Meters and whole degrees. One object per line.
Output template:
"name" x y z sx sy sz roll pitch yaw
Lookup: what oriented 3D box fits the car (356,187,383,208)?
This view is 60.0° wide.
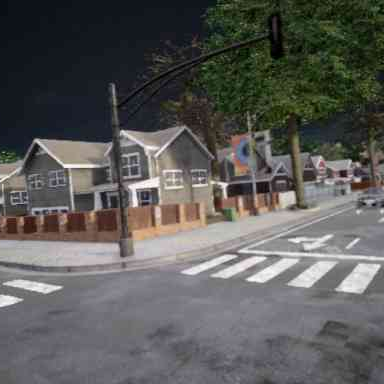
"car" 13.941 0.406 25.468 2.128 1.511 4.902 -4 1 37
